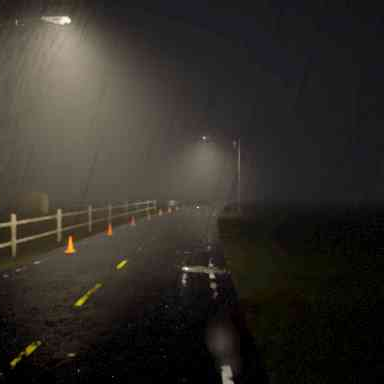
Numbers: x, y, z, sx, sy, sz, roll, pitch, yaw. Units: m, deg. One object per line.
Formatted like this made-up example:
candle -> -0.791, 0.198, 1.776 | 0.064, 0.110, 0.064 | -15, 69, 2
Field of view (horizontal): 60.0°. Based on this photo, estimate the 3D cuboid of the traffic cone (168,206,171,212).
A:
traffic cone -> -2.549, 1.935, 37.589 | 0.340, 0.580, 0.340 | 0, 0, 7

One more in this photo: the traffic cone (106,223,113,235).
traffic cone -> -4.316, 1.940, 17.513 | 0.340, 0.580, 0.340 | 0, 0, 3

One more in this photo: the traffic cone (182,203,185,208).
traffic cone -> -1.195, 1.933, 47.576 | 0.340, 0.580, 0.340 | 0, 0, 9

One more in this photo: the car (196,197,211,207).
car -> 1.870, 1.490, 52.252 | 1.837, 1.490, 4.892 | 0, 0, 8

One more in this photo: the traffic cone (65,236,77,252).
traffic cone -> -4.562, 1.942, 12.481 | 0.340, 0.580, 0.340 | 0, 0, 2

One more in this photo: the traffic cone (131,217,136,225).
traffic cone -> -3.992, 1.938, 22.542 | 0.340, 0.580, 0.340 | 0, 0, 4
